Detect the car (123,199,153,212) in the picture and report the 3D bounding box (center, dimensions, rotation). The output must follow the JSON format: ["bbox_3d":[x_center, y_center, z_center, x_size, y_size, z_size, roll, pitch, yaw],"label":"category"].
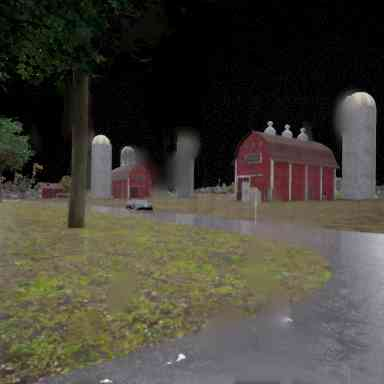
[{"bbox_3d":[-6.101,1.432,37.294,1.994,1.385,4.181,1,-1,-35],"label":"car"}]
